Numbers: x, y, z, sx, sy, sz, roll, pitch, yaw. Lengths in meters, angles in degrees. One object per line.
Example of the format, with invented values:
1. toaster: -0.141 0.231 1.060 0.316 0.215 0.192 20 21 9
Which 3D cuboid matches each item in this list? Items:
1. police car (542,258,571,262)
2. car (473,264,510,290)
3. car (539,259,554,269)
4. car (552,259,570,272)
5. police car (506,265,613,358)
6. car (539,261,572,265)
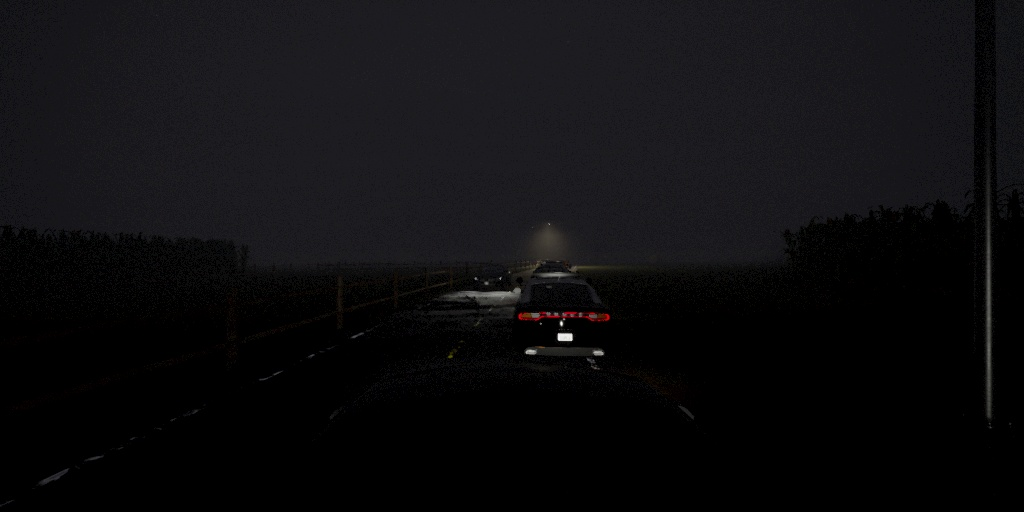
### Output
1. police car: 2.845 1.159 24.311 1.930 1.638 5.238 0 0 10
2. car: -1.088 1.263 22.398 1.812 1.442 4.674 0 0 9
3. car: 5.274 1.225 54.648 1.812 1.442 4.674 0 0 11
4. car: 6.203 1.188 45.296 1.882 1.535 5.008 0 0 12
5. police car: 1.053 1.173 8.661 1.930 1.638 5.238 0 0 3
6. car: 1.959 1.218 18.357 1.882 1.535 5.008 0 0 7
